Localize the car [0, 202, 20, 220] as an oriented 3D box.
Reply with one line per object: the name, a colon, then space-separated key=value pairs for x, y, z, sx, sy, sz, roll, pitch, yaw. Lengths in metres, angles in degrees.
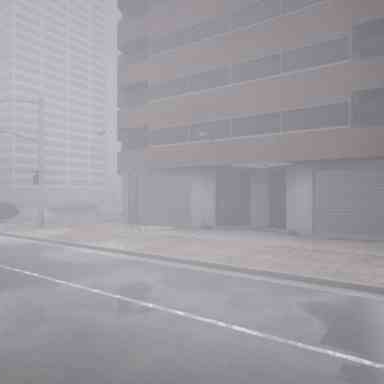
car: x=-16.370 y=1.221 z=25.561 sx=2.150 sy=2.045 sz=5.566 roll=1 pitch=0 yaw=41

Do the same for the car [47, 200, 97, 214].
car: x=-13.035 y=1.547 z=36.555 sx=2.033 sy=1.411 sz=5.357 roll=0 pitch=0 yaw=35

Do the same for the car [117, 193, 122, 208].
car: x=-7.335 y=1.352 z=44.674 sx=2.097 sy=1.767 sz=4.553 roll=0 pitch=0 yaw=35
